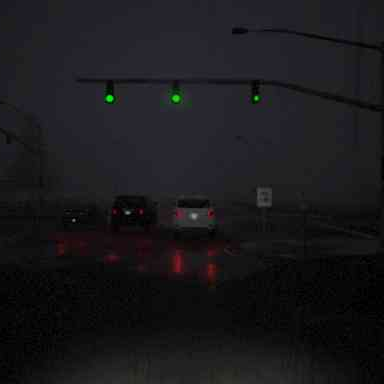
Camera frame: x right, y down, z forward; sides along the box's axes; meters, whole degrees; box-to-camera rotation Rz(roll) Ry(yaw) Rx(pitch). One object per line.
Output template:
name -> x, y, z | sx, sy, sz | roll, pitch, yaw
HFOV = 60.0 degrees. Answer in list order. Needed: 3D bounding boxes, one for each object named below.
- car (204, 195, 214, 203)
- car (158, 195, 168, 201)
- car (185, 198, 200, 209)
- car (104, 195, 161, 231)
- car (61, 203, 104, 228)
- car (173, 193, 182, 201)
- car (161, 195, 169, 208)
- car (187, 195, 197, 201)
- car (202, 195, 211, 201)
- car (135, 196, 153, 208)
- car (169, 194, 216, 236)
car -> 3.507, 1.389, 69.765 | 1.837, 1.490, 4.892 | 0, 0, 0
car -> -6.992, 1.481, 80.213 | 1.895, 1.301, 4.718 | 0, 0, 0
car -> 0.103, 1.536, 45.221 | 1.895, 1.301, 4.718 | 0, 0, 0
car -> -3.397, 1.192, 20.275 | 2.150, 2.045, 5.566 | 0, 0, 0
car -> -6.897, 1.460, 21.826 | 2.128, 1.511, 4.902 | 0, 0, 0
car -> -3.492, 1.240, 80.569 | 2.097, 1.767, 4.553 | 0, 0, 0
car -> -3.396, 1.496, 47.274 | 1.994, 1.385, 4.181 | 0, 0, 0
car -> 0.008, 1.411, 80.182 | 2.128, 1.511, 4.902 | 0, 0, 0
car -> 3.508, 1.334, 80.185 | 2.033, 1.411, 5.357 | 0, 0, 0
car -> -6.895, 1.408, 48.292 | 1.882, 1.535, 5.008 | 0, 0, 0
car -> 0.101, 1.195, 18.368 | 2.150, 2.045, 5.566 | 0, 0, 0
